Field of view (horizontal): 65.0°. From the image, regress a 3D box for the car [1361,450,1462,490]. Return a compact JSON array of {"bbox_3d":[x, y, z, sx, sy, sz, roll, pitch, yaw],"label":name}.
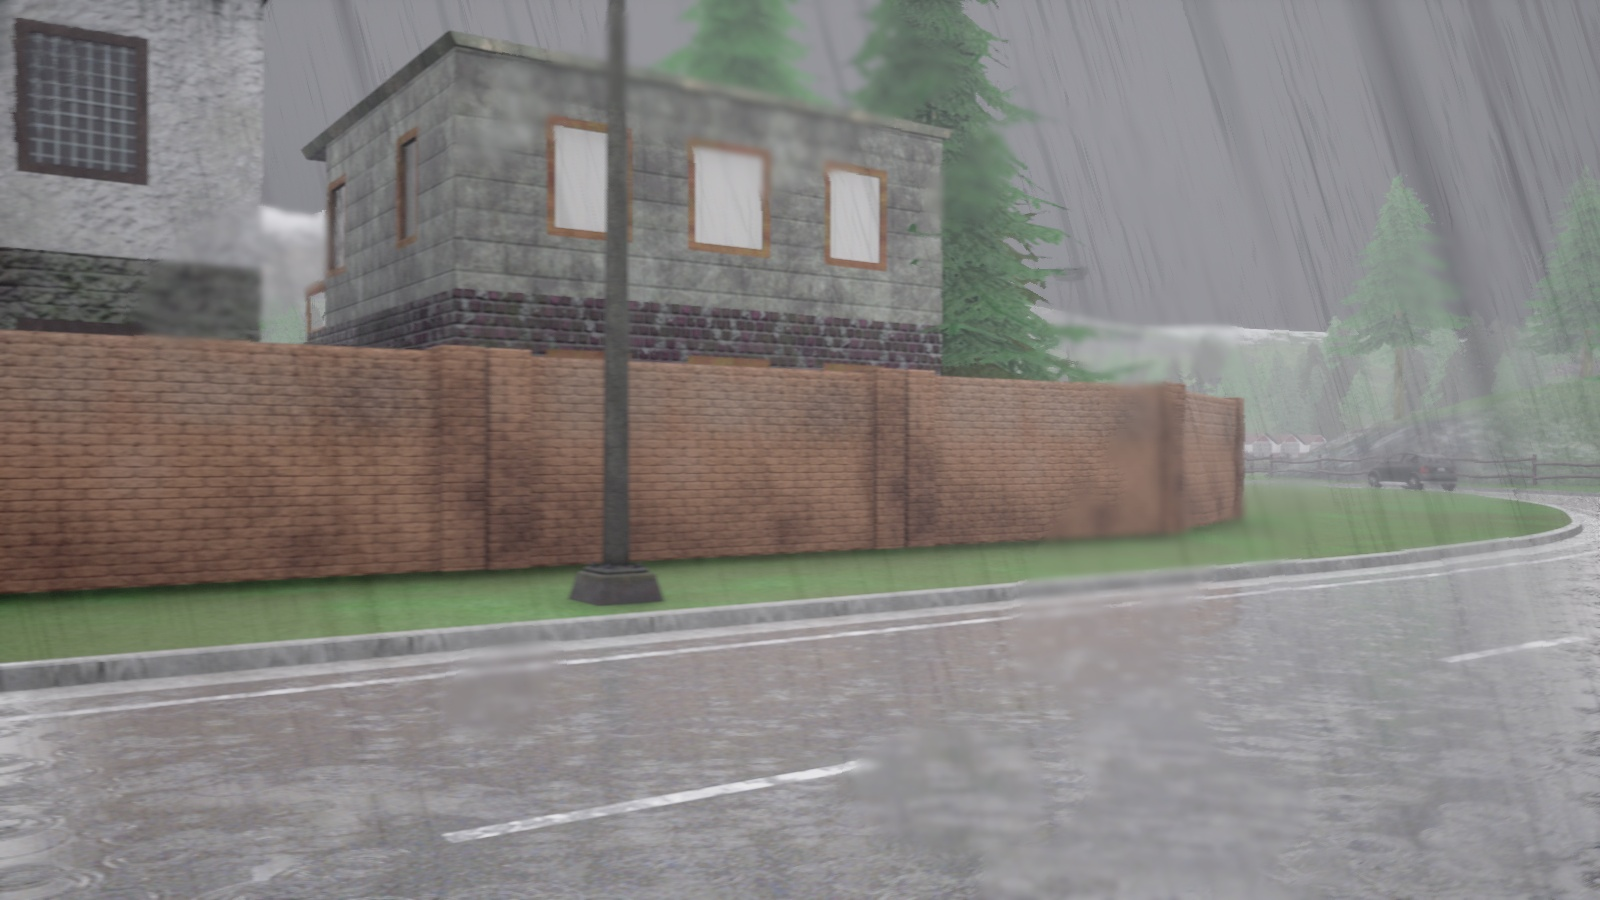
[{"bbox_3d":[24.604,0.796,50.644,1.789,1.549,3.705,0,0,-11],"label":"car"}]
